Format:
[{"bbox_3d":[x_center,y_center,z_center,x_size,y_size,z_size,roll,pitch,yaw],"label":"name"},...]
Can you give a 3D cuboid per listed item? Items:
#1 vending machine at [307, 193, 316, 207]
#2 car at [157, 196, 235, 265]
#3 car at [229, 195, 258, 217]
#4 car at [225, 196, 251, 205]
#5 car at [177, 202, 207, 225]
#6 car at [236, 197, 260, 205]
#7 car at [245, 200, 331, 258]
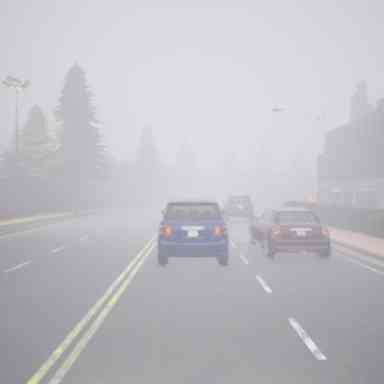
[{"bbox_3d":[18.333,1.212,50.925,1.100,2.100,0.880,0,0,45],"label":"vending machine"},{"bbox_3d":[0.041,1.227,11.821,2.150,2.045,5.566,0,0,0],"label":"car"},{"bbox_3d":[3.676,1.232,26.785,2.150,2.045,5.566,0,0,3],"label":"car"},{"bbox_3d":[8.618,1.569,62.187,5.357,1.411,2.033,0,0,-44],"label":"car"},{"bbox_3d":[0.121,1.557,25.807,2.033,1.411,5.357,0,0,3],"label":"car"},{"bbox_3d":[9.932,1.545,58.502,1.812,1.442,4.674,0,0,44],"label":"car"},{"bbox_3d":[3.548,1.356,12.860,2.097,1.767,4.553,0,0,1],"label":"car"}]
